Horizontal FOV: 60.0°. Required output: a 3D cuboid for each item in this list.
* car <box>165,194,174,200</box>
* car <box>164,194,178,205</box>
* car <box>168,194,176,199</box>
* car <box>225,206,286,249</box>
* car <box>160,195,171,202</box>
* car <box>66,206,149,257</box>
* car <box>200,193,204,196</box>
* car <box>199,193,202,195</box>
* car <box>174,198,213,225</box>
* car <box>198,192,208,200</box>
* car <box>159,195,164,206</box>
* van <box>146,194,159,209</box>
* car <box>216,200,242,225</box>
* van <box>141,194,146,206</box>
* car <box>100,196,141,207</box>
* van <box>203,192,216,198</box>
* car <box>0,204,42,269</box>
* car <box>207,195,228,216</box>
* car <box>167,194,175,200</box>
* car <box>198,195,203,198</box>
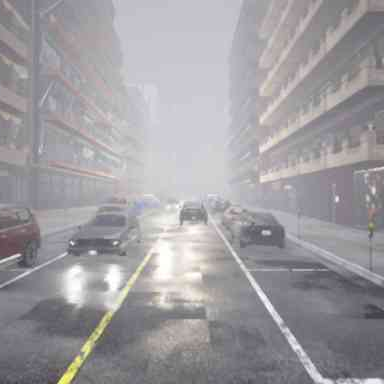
[{"bbox_3d":[-5.617,1.256,82.363,1.887,1.381,4.507,1,0,0],"label":"car"},{"bbox_3d":[-3.044,1.404,54.534,1.895,1.301,4.718,0,0,0],"label":"car"},{"bbox_3d":[-5.613,1.220,93.733,1.887,1.381,4.507,1,0,0],"label":"car"},{"bbox_3d":[2.709,1.513,14.206,1.947,1.339,4.313,1,0,0],"label":"car"},{"bbox_3d":[-5.621,1.315,70.995,1.947,1.339,4.313,1,0,0],"label":"car"},{"bbox_3d":[-3.095,1.498,13.028,2.033,1.411,5.357,0,0,0],"label":"car"},{"bbox_3d":[2.723,1.368,59.683,1.802,1.307,4.206,1,0,0],"label":"car"},{"bbox_3d":[2.725,1.333,65.368,1.947,1.339,4.313,1,0,0],"label":"car"},{"bbox_3d":[0.108,1.405,23.451,2.128,1.511,4.902,0,0,0],"label":"car"},{"bbox_3d":[2.735,1.026,82.420,2.192,1.841,5.009,1,0,0],"label":"car"},{"bbox_3d":[-5.650,1.375,48.256,2.008,1.369,4.403,1,0,0],"label":"car"},{"bbox_3d":[-5.664,1.186,42.571,1.690,1.788,3.998,1,0,0],"label":"van"},{"bbox_3d":[2.712,1.451,20.060,1.752,1.417,4.829,1,0,0],"label":"car"},{"bbox_3d":[-5.661,1.226,31.201,1.690,1.788,3.998,1,0,0],"label":"van"},{"bbox_3d":[-5.662,1.221,25.516,2.192,1.841,5.009,1,0,0],"label":"car"},{"bbox_3d":[2.722,1.185,42.629,1.690,1.788,3.998,1,0,0],"label":"van"},{"bbox_3d":[-5.668,1.283,8.463,2.192,1.841,5.009,1,0,0],"label":"car"},{"bbox_3d":[2.717,1.325,31.259,1.967,1.590,4.097,1,0,0],"label":"car"},{"bbox_3d":[-5.614,1.219,87.878,1.752,1.417,4.829,1,0,0],"label":"car"},{"bbox_3d":[0.115,1.432,46.188,1.895,1.301,4.718,0,0,0],"label":"car"}]
